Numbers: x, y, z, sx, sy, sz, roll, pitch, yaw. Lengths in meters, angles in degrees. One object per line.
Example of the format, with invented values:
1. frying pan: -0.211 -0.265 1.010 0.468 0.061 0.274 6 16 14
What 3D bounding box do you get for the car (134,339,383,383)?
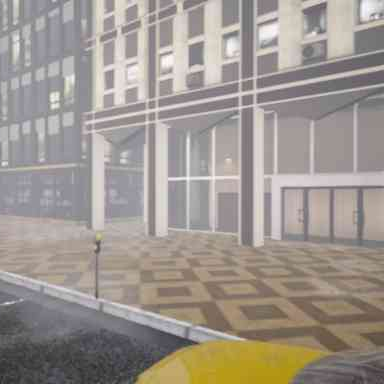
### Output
1. car: 1.554 1.525 1.764 4.829 1.417 1.752 0 0 35
